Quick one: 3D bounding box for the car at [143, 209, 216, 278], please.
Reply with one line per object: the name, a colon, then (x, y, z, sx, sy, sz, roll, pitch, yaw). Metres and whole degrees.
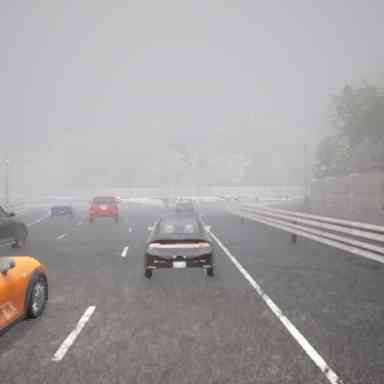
car: (-0.385, 1.494, 10.229, 2.128, 1.511, 4.902, -1, 0, -2)

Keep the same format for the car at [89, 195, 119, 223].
car: (-6.993, 1.283, 26.486, 2.150, 2.045, 5.566, 0, 0, -15)

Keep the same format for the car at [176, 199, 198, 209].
car: (-0.471, 1.492, 33.556, 2.128, 1.511, 4.902, -1, 0, 7)

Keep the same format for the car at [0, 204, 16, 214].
car: (-7.728, 1.292, 11.553, 2.150, 2.045, 5.566, 0, 0, -6)

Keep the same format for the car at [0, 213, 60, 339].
car: (-3.703, 1.387, 4.491, 2.097, 1.767, 4.553, -1, 0, -3)

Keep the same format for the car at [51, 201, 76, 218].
car: (-11.926, 1.585, 30.949, 1.882, 1.535, 5.008, 0, 0, -17)
